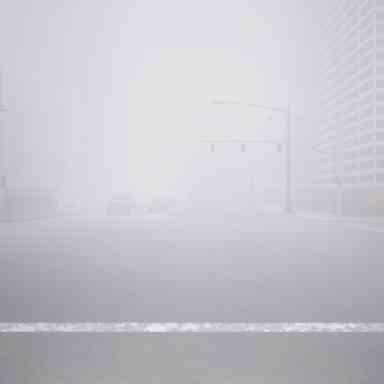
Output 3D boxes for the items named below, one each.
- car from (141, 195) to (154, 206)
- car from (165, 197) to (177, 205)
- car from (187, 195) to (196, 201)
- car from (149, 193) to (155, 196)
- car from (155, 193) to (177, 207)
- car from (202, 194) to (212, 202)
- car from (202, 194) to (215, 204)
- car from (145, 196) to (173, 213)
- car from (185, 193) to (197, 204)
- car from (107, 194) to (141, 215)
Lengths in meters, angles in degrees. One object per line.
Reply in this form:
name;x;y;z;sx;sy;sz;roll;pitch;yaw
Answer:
car;-7.204;1.535;48.585;2.033;1.411;5.357;0;0;0
car;-3.702;1.548;59.428;1.994;1.385;4.181;0;0;0
car;-0.160;1.363;74.481;1.994;1.385;4.181;0;0;0
car;-7.148;1.225;68.731;2.150;2.045;5.566;0;0;0
car;-3.699;1.340;47.729;2.097;1.767;4.553;0;0;0
car;3.343;1.336;74.633;2.097;1.767;4.553;0;0;0
car;3.457;1.509;64.730;1.812;1.442;4.674;0;0;0
car;-3.681;1.482;37.513;2.128;1.511;4.902;0;0;0
car;-0.137;1.205;63.810;2.150;2.045;5.566;0;0;0
car;-7.157;1.213;34.591;2.150;2.045;5.566;0;0;2
